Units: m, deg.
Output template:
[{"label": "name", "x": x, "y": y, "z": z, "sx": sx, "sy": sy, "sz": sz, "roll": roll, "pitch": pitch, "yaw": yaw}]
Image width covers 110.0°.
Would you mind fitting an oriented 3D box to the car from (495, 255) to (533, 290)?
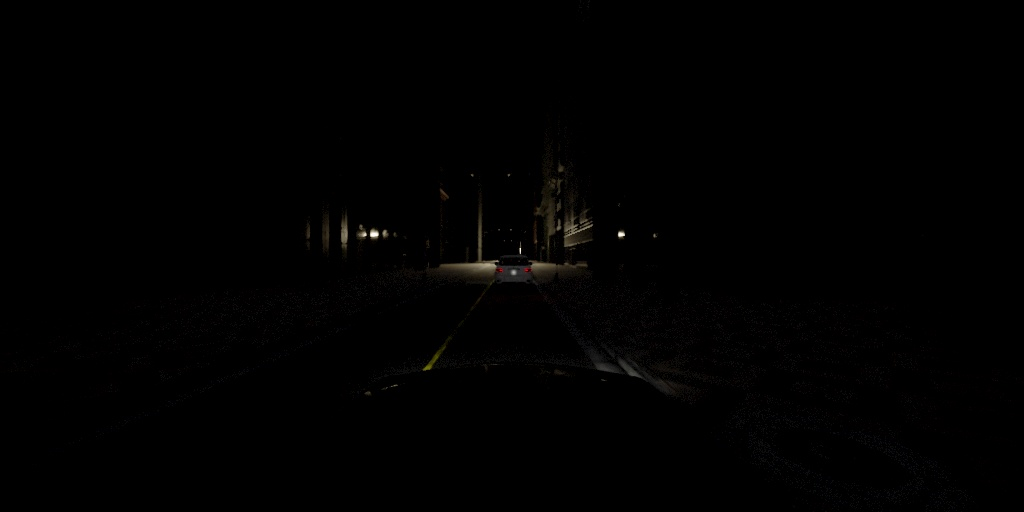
[{"label": "car", "x": 0.099, "y": 0.954, "z": 22.268, "sx": 2.150, "sy": 2.045, "sz": 5.566, "roll": 0, "pitch": 0, "yaw": 0}]
